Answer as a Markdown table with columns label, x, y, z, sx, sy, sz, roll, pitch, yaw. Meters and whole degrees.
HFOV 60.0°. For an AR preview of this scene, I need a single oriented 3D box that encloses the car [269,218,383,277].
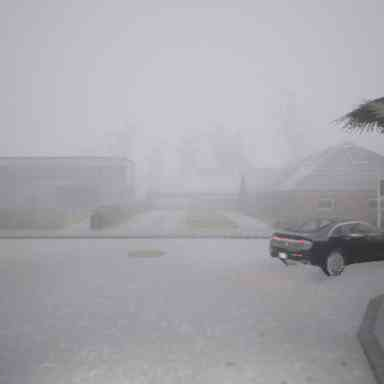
| label | x | y | z | sx | sy | sz | roll | pitch | yaw |
| --- | --- | --- | --- | --- | --- | --- | --- | --- | --- |
| car | 4.704 | 1.571 | 10.437 | 4.902 | 1.511 | 2.128 | 0 | -1 | -27 |
